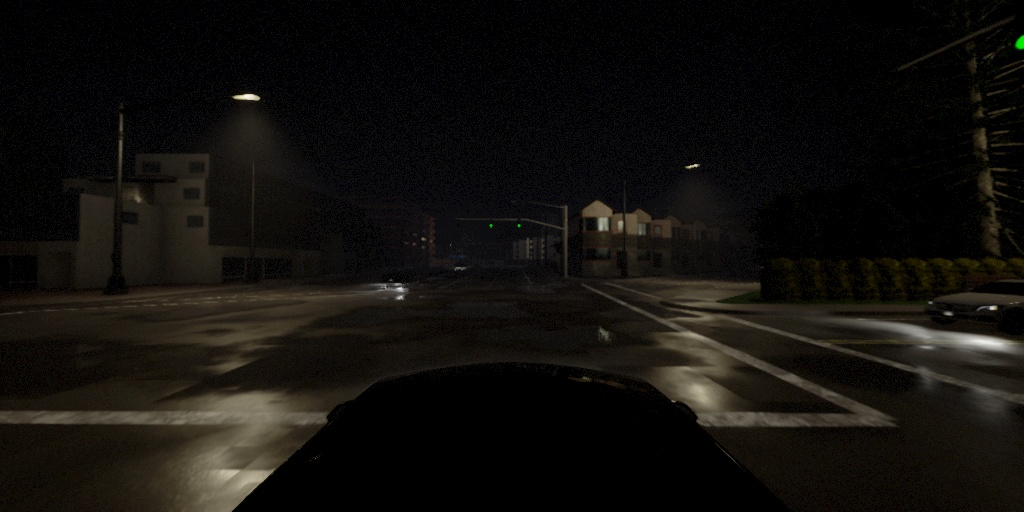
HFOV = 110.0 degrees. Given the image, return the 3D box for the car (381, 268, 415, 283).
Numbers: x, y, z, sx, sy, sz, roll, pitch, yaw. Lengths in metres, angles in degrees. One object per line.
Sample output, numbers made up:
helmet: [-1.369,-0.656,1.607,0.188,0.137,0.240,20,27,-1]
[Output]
car: [-10.522,1.806,33.376,1.895,1.301,4.718,0,-1,0]

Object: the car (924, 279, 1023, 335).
car: [15.046,1.401,10.454,4.674,1.442,1.812,0,-1,0]
